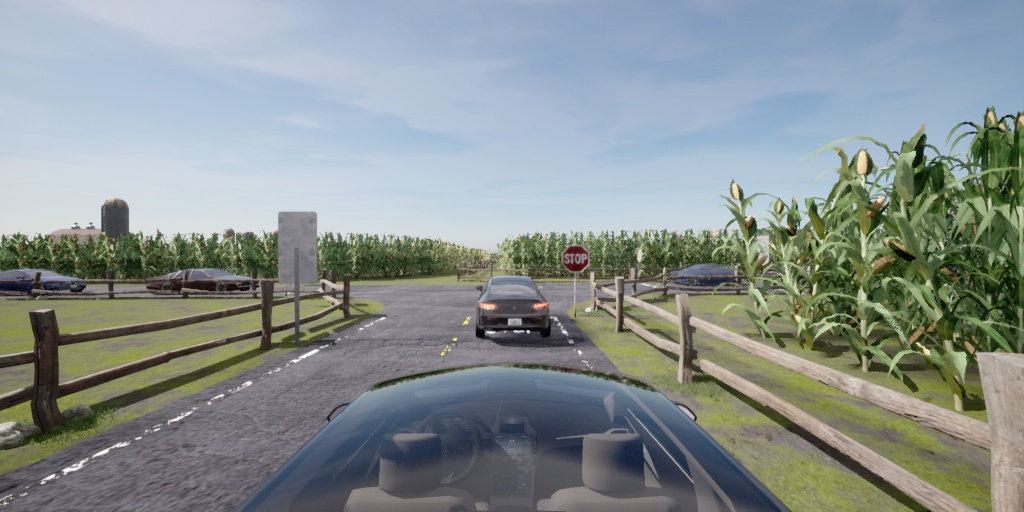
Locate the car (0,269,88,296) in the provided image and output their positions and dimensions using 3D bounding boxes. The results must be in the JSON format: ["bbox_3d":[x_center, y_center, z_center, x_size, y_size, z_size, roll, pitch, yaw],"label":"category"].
[{"bbox_3d":[-27.375,1.487,20.485,4.674,1.442,1.812,0,0,0],"label":"car"}]

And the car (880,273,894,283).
[{"bbox_3d":[23.467,1.074,23.352,4.892,1.490,1.837,0,0,0],"label":"car"}]

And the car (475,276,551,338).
[{"bbox_3d":[-0.041,1.275,10.132,1.812,1.442,4.674,0,0,-3],"label":"car"}]

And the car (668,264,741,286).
[{"bbox_3d":[12.479,1.205,23.379,4.181,1.385,1.994,0,0,0],"label":"car"}]

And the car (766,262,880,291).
[{"bbox_3d":[17.262,1.120,20.414,4.902,1.511,2.128,0,0,0],"label":"car"}]

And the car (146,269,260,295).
[{"bbox_3d":[-17.528,1.429,20.472,5.357,1.411,2.033,0,0,0],"label":"car"}]
